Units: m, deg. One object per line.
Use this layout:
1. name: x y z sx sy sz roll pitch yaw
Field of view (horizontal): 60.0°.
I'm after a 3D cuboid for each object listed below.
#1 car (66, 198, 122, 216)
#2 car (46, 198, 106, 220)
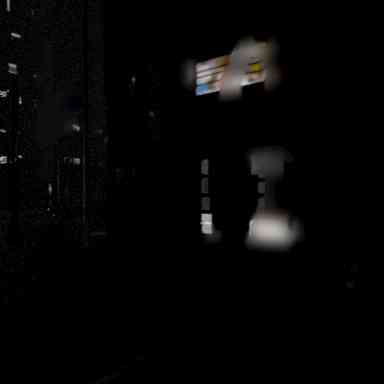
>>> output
1. car: -8.628 1.248 29.649 1.887 1.381 4.507 0 0 36
2. car: -8.505 1.304 25.273 1.895 1.301 4.718 -1 0 36
